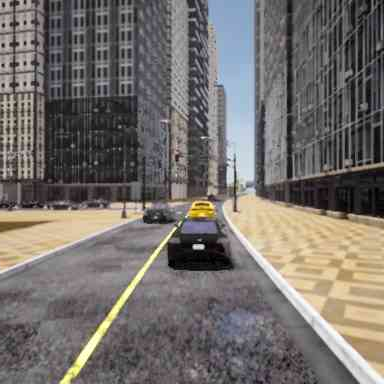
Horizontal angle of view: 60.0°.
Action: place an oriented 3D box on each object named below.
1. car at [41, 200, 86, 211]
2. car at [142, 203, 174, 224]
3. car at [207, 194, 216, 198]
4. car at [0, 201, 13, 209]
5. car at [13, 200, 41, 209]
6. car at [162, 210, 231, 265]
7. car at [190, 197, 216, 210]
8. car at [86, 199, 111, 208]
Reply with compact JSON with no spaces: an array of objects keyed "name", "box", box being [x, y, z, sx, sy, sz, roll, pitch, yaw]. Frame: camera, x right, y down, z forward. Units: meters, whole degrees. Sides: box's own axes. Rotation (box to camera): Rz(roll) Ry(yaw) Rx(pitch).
[{"name":"car","box":[-16.479,1.760,42.803,4.403,1.369,2.008,-1,1,12]},{"name":"car","box":[-2.385,1.545,24.714,1.994,1.385,4.181,0,0,3]},{"name":"car","box":[5.215,1.302,89.245,1.882,1.535,5.008,0,0,10]},{"name":"car","box":[-31.191,2.088,54.572,4.313,1.339,1.947,-1,1,12]},{"name":"car","box":[-25.694,1.994,53.379,4.313,1.339,1.947,-1,1,12]},{"name":"car","box":[0.255,1.558,11.644,1.994,1.385,4.181,0,0,2]},{"name":"car","box":[0.853,1.458,26.404,1.882,1.535,5.008,0,0,3]},{"name":"car","box":[-14.701,1.792,50.993,4.403,1.369,2.008,-1,1,12]}]
